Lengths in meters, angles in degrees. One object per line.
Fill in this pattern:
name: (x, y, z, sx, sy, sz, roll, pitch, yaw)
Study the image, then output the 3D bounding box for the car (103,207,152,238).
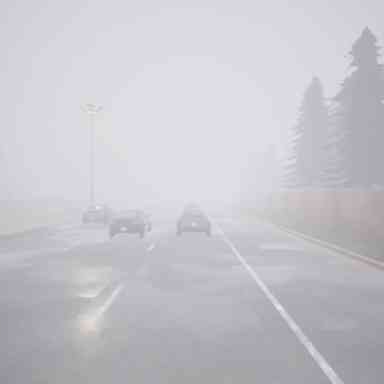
car: (-3.423, 1.705, 18.882, 1.812, 1.442, 4.674, 0, -1, 0)

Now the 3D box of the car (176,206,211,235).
car: (0.090, 1.756, 20.164, 1.994, 1.385, 4.181, 0, -1, 0)

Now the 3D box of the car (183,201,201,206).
car: (0.008, 1.884, 39.993, 1.837, 1.490, 4.892, 0, -1, 0)

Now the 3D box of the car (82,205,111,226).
car: (-6.920, 1.734, 25.540, 2.128, 1.511, 4.902, 0, -1, 0)
